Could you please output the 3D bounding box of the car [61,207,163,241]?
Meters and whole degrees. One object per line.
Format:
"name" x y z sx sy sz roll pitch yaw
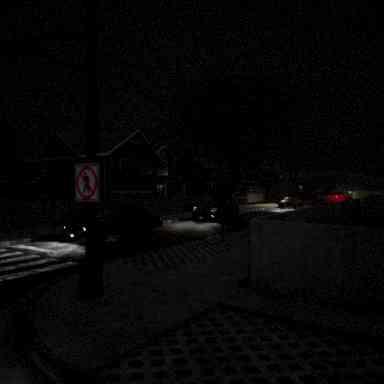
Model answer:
"car" -3.684 1.460 16.485 2.033 1.411 5.357 0 1 33

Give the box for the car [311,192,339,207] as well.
"car" 16.044 1.144 40.542 1.882 1.535 5.008 0 1 35

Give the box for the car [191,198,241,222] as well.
"car" 1.874 1.185 24.764 2.097 1.767 4.553 0 1 34

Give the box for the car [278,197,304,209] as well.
"car" 11.689 1.253 39.264 1.994 1.385 4.181 0 1 35

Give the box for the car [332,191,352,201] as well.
"car" 21.892 0.800 48.705 2.150 2.045 5.566 0 1 38
